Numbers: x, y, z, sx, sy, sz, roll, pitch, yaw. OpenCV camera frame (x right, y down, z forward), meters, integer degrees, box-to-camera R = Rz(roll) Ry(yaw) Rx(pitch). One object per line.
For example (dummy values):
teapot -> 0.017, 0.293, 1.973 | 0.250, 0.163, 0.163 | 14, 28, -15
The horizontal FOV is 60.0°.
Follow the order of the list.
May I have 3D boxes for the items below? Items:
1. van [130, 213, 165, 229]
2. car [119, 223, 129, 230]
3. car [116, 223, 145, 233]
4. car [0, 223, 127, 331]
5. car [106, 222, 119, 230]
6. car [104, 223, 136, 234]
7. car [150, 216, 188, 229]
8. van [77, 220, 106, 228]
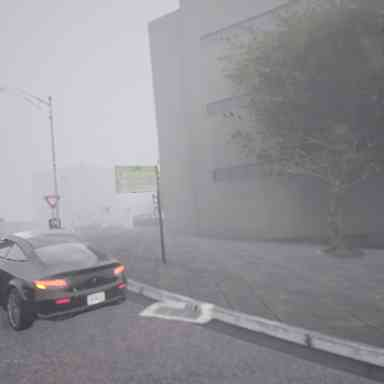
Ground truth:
van -> -5.556, 3.819, 43.577 | 4.442, 1.987, 1.878 | -7, -7, 23
car -> -13.651, 6.005, 55.796 | 4.553, 1.767, 2.185 | -7, -8, 23
car -> -11.353, 6.675, 60.983 | 4.792, 1.488, 2.163 | -7, -8, 23
car -> -3.171, 1.522, 6.929 | 4.674, 1.442, 1.812 | 0, 1, 45
car -> -14.794, 5.885, 53.251 | 5.008, 1.535, 2.097 | -7, -8, 23
car -> -12.670, 6.415, 58.526 | 5.366, 1.575, 1.946 | -7, -8, 23
car -> -3.398, 4.502, 48.726 | 5.008, 1.535, 2.097 | -7, -8, 23
van -> -16.023, 5.446, 50.789 | 4.442, 1.987, 1.878 | -7, -7, 23
